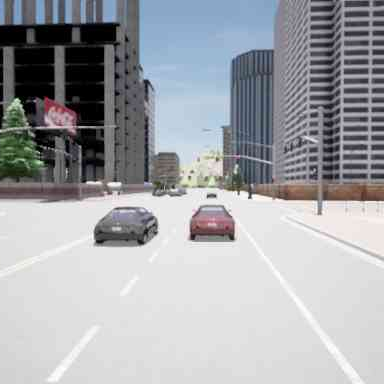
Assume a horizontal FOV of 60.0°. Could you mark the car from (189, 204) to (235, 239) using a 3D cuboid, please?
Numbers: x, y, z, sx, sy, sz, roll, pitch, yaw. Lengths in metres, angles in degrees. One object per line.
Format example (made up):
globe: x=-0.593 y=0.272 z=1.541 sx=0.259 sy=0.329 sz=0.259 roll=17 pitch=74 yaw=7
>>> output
car: x=0.942 y=1.271 z=15.602 sx=1.994 sy=1.385 sz=4.181 roll=0 pitch=1 yaw=3

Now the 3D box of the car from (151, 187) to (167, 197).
car: x=-6.763 y=0.255 z=65.566 sx=1.837 sy=1.490 sz=4.892 roll=0 pitch=1 yaw=4

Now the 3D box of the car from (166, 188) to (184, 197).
car: x=-3.269 y=0.326 z=65.417 sx=1.994 sy=1.385 sz=4.181 roll=0 pitch=1 yaw=4

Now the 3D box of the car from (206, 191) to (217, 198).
car: x=3.648 y=0.449 z=61.738 sx=1.895 sy=1.301 sz=4.718 roll=0 pitch=1 yaw=3

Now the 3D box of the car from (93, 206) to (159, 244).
car: x=-2.655 y=1.288 z=14.212 sx=1.994 sy=1.385 sz=4.181 roll=0 pitch=1 yaw=4

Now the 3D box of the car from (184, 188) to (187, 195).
car: x=-2.340 y=-0.170 z=80.881 sx=2.097 sy=1.767 sz=4.553 roll=0 pitch=1 yaw=3
